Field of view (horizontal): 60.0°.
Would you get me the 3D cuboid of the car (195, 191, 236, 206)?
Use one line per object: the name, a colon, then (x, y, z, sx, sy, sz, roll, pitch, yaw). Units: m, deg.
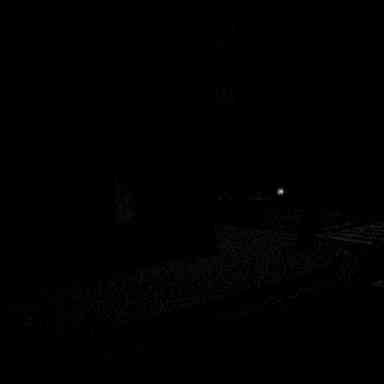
car: (2.302, 0.606, 33.214, 1.802, 1.307, 4.206, -1, 2, -36)

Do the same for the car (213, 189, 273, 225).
car: (1.891, 0.778, 19.340, 2.192, 1.841, 5.009, -1, 2, -36)

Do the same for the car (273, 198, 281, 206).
car: (5.438, 0.619, 28.926, 1.752, 1.417, 4.829, -1, 2, -36)
